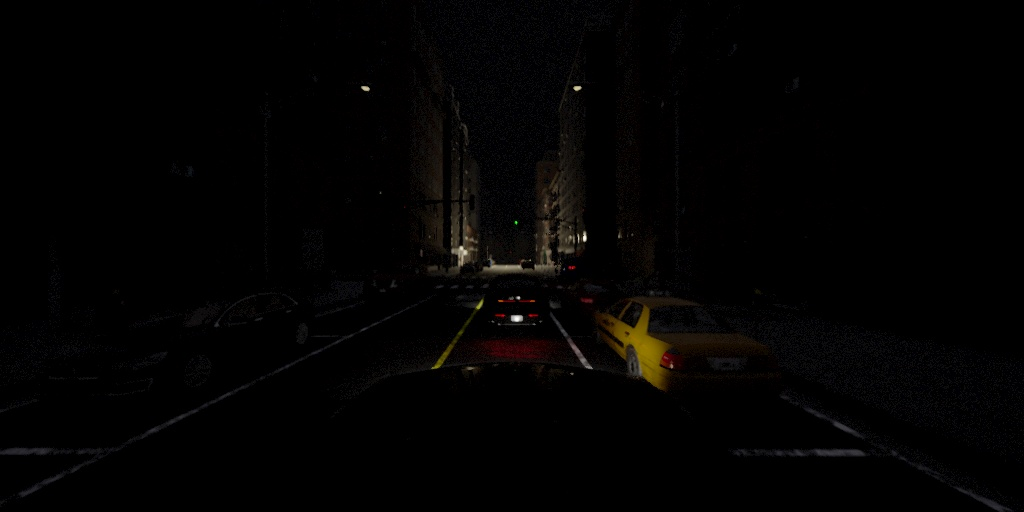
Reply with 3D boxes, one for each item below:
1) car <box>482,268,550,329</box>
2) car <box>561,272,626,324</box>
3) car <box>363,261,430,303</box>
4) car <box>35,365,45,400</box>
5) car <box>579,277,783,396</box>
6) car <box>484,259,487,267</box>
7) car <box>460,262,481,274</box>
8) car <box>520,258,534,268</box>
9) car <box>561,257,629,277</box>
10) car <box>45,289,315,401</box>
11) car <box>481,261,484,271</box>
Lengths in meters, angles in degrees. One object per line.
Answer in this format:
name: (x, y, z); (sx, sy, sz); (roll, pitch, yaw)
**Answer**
car: (0.115, 1.306, 11.416); (1.837, 1.490, 4.892); (0, 0, 0)
car: (2.653, 1.384, 11.948); (1.802, 1.307, 4.207); (0, 0, 0)
car: (-5.363, 1.144, 17.383); (2.192, 1.841, 5.009); (0, 0, 0)
car: (-5.390, 1.297, 1.145); (2.007, 1.370, 4.403); (0, 0, 0)
car: (2.645, 1.300, 6.705); (1.751, 1.417, 4.829); (0, 0, 0)
car: (-5.301, 1.542, 54.584); (1.751, 1.417, 4.829); (0, 0, 0)
car: (-5.319, 1.514, 43.846); (2.007, 1.370, 4.403); (0, 0, 0)
car: (2.734, 1.482, 60.187); (1.967, 1.591, 4.097); (0, 0, 0)
car: (6.668, 1.147, 28.984); (5.566, 2.045, 2.150); (0, -2, -19)
car: (-5.381, 1.325, 6.558); (2.007, 1.370, 4.403); (0, 0, 0)
car: (-5.309, 1.536, 49.300); (1.888, 1.381, 4.507); (0, 0, 0)
